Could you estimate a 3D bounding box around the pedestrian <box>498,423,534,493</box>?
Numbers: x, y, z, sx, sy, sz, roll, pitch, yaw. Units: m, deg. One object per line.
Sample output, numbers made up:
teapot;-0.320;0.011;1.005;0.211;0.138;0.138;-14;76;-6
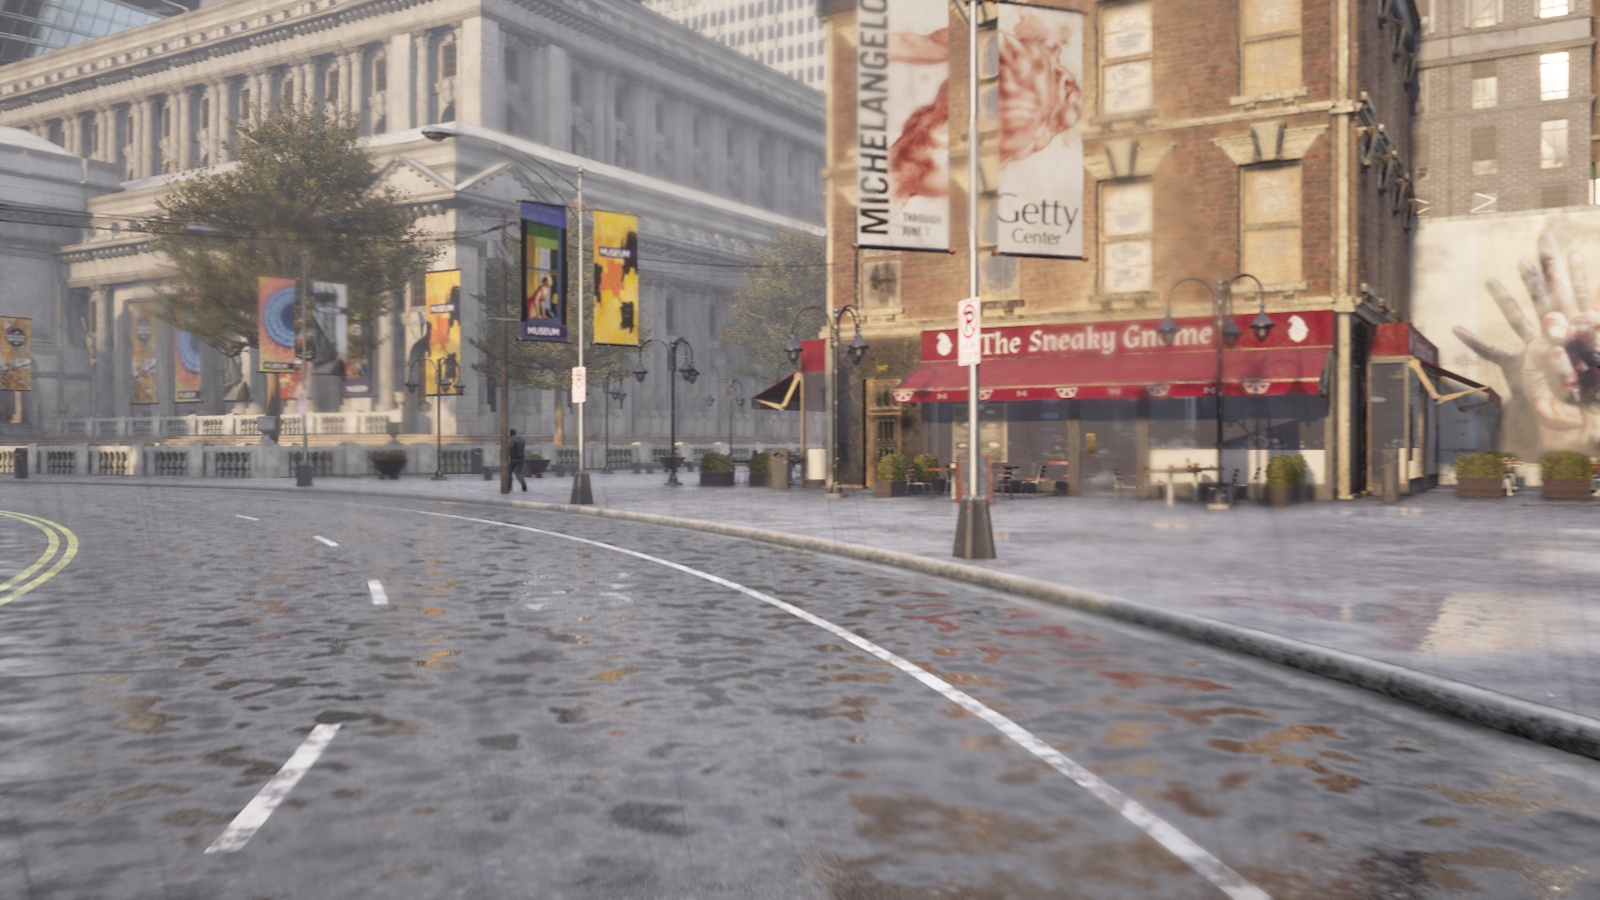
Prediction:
pedestrian;-7.815;0.211;34.551;0.849;1.883;0.563;0;0;38
